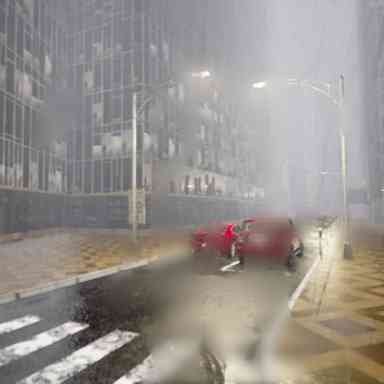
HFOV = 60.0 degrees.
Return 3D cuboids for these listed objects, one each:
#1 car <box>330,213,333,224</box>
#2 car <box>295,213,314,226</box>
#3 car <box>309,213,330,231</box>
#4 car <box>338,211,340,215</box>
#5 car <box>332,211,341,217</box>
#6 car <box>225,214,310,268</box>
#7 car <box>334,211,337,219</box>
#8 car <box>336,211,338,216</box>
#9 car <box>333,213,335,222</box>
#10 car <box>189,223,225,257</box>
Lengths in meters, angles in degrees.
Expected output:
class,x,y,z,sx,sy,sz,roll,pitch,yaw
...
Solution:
class,x,y,z,sx,sy,sz,roll,pitch,yaw
car,15.026,3.395,38.771,1.887,1.381,4.507,-2,-3,25
car,15.290,3.692,45.125,1.837,1.490,4.892,-2,-3,25
car,12.723,3.138,33.915,1.752,1.417,4.829,-2,-3,25
car,26.906,4.616,63.827,1.887,1.381,4.507,-2,-3,25
car,36.482,5.578,84.027,1.752,1.417,4.829,-2,-3,25
car,3.361,1.946,13.883,2.192,1.841,5.009,-2,-3,25
car,19.778,3.890,48.793,2.008,1.369,4.403,-2,-3,25
car,22.226,4.116,53.959,1.752,1.417,4.829,-2,-3,25
car,17.403,3.676,43.780,1.802,1.307,4.206,-2,-3,25
car,1.614,2.259,16.385,1.882,1.535,5.008,-2,-3,26
